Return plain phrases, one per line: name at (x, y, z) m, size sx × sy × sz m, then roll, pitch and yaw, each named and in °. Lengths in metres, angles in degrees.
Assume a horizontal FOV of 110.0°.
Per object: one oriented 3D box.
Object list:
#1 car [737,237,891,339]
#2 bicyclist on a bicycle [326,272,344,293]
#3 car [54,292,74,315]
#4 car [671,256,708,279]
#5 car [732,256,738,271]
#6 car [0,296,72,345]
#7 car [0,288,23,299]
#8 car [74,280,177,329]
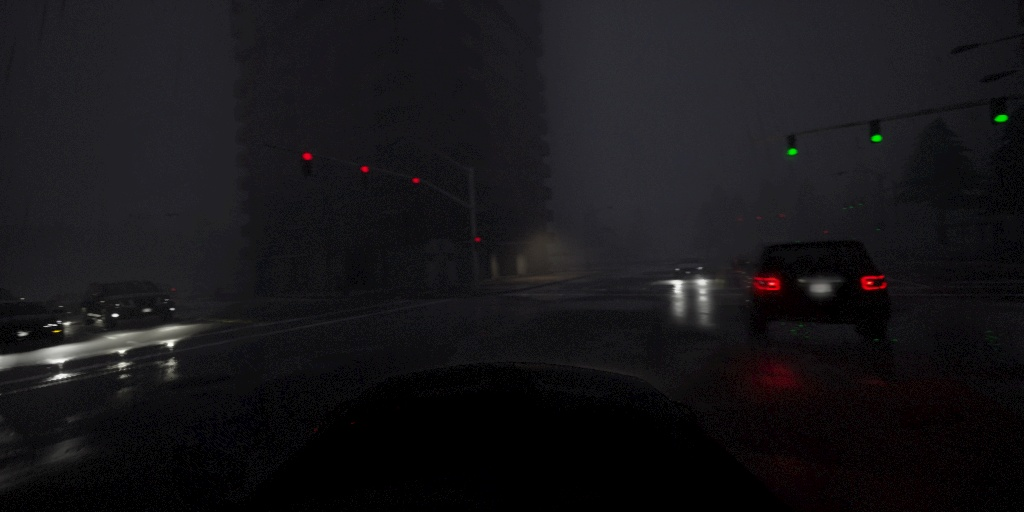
car at (7.076, 0.631, 8.936) m, size 2.150 × 2.045 × 5.566 m, roll -4°, pitch -1°, yaw 31°
bicyclist on a bicycle at (-13.965, 2.119, 28.443) m, size 0.582 × 1.620 × 1.656 m, roll -4°, pitch 0°, yaw 30°
car at (-27.431, 3.017, 22.503) m, size 5.008 × 1.535 × 1.882 m, roll -4°, pitch -1°, yaw 31°
car at (12.738, 0.772, 25.547) m, size 1.812 × 1.442 × 4.674 m, roll -4°, pitch -1°, yaw 31°
car at (19.785, 0.449, 30.263) m, size 1.994 × 1.385 × 4.181 m, roll -4°, pitch -1°, yaw 31°
car at (-17.748, 2.388, 12.711) m, size 4.892 × 1.490 × 1.837 m, roll -4°, pitch -1°, yaw 30°
car at (-26.595, 2.667, 17.930) m, size 5.566 × 2.045 × 2.150 m, roll -4°, pitch -1°, yaw 30°
car at (-18.523, 2.194, 17.219) m, size 5.566 × 2.045 × 2.150 m, roll -4°, pitch -1°, yaw 30°
